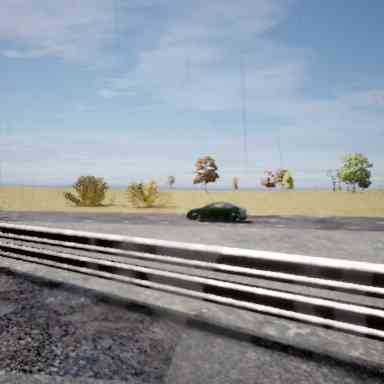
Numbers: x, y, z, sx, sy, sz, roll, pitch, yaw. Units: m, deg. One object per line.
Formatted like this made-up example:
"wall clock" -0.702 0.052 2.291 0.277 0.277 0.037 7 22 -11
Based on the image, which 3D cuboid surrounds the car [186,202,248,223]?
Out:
"car" 1.730 1.357 22.949 4.181 1.385 1.994 0 0 17
